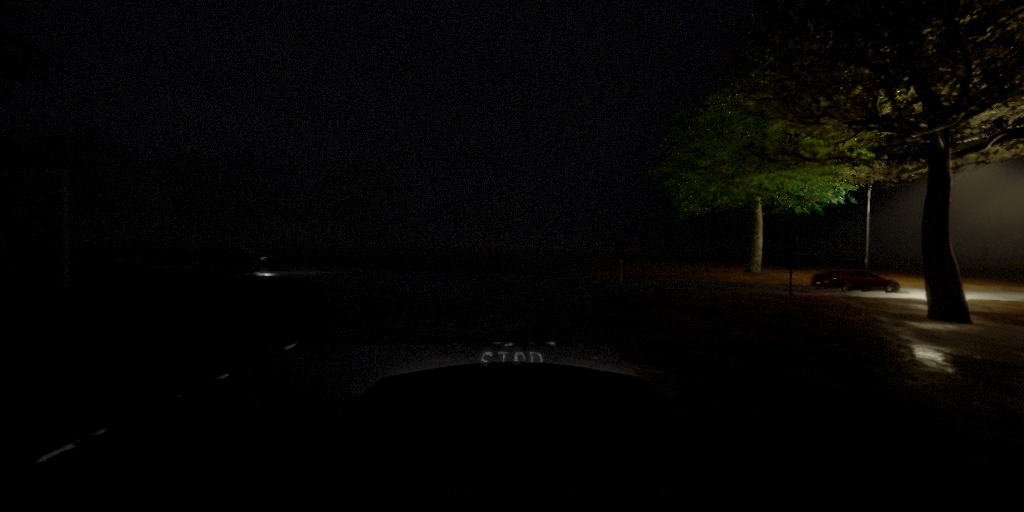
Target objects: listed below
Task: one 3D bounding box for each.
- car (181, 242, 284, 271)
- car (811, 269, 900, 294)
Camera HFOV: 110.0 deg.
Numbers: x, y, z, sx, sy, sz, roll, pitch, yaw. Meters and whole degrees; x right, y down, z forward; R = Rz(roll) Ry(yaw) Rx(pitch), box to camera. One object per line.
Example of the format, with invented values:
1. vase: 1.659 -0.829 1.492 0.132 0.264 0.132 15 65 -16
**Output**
1. car: -15.954 0.003 20.661 5.008 1.535 1.882 2 0 -3
2. car: 21.346 1.547 22.386 4.674 1.442 1.812 2 0 -3
